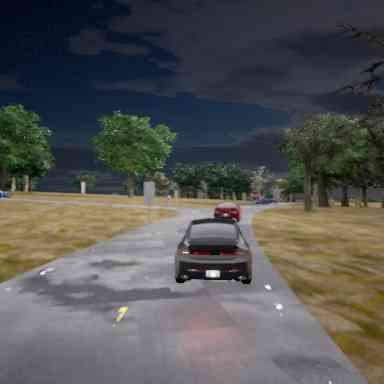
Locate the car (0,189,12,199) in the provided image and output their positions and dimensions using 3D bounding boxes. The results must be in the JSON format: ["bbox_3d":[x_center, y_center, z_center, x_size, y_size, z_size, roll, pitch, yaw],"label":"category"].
[{"bbox_3d":[-27.507,0.185,46.225,5.008,1.535,1.882,3,-1,14],"label":"car"}]

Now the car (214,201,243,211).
[{"bbox_3d":[2.837,1.471,25.802,1.882,1.535,5.008,0,0,11],"label":"car"}]

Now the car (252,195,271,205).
[{"bbox_3d":[13.834,1.669,67.554,2.150,2.045,5.566,-1,-1,24],"label":"car"}]

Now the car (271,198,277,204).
[{"bbox_3d":[19.872,2.231,82.280,2.033,1.411,5.357,0,-1,21],"label":"car"}]

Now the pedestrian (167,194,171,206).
[{"bbox_3d":[-3.251,1.095,46.734,0.375,1.860,0.375,0,-4,14],"label":"pedestrian"}]

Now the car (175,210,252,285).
[{"bbox_3d":[0.619,1.502,9.548,1.837,1.490,4.892,0,0,4],"label":"car"}]
